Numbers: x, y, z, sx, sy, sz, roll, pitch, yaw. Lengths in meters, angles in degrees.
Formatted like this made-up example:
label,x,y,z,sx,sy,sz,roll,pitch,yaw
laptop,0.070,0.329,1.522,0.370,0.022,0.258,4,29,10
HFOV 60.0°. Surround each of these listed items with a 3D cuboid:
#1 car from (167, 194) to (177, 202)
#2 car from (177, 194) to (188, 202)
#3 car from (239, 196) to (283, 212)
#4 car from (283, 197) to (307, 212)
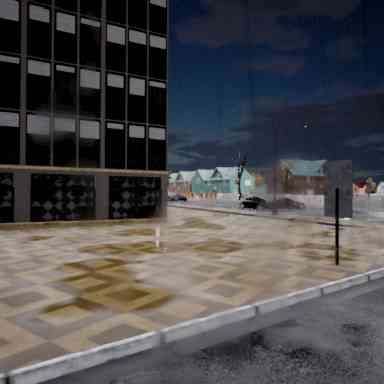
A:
label,x,y,z,sx,sy,sz,roll,pitch,yaw
car,-4.813,1.044,57.815,1.812,1.442,4.674,1,0,-27
car,-2.632,1.083,60.674,2.033,1.411,5.357,1,0,-28
car,6.944,1.240,35.379,1.837,1.490,4.892,1,0,-28
car,10.241,1.297,36.094,1.812,1.442,4.674,1,0,-28
